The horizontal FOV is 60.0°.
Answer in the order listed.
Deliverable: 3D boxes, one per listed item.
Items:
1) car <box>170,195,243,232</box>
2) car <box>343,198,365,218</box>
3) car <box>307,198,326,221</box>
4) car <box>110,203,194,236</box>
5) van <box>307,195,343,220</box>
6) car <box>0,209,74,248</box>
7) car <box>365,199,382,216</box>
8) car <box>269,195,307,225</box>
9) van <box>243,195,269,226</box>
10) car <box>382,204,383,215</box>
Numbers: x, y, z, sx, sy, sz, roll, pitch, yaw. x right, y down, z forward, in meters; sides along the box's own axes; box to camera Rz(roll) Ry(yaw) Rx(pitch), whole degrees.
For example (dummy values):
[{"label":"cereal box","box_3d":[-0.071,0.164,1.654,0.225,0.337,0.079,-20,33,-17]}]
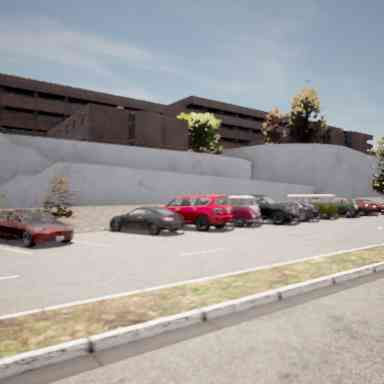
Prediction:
[{"label":"car","box_3d":[-0.124,1.226,20.225,5.566,2.045,2.435,-1,0,35]},{"label":"car","box_3d":[12.082,1.276,28.841,4.553,1.767,2.185,-1,0,35]},{"label":"car","box_3d":[7.202,1.433,25.395,4.892,1.521,2.231,-1,0,35]},{"label":"car","box_3d":[-2.524,1.526,18.476,4.674,1.452,2.002,-1,0,35]},{"label":"van","box_3d":[9.528,1.193,27.194,4.442,1.987,1.878,-1,0,35]},{"label":"car","box_3d":[-7.364,1.526,15.002,4.792,1.488,2.163,-1,-1,35]},{"label":"car","box_3d":[14.491,1.427,30.584,4.674,1.452,2.002,-1,0,35]},{"label":"car","box_3d":[4.791,1.196,23.660,5.566,2.045,2.435,-1,-1,35]},{"label":"van","box_3d":[2.434,1.235,21.880,4.442,1.987,1.878,-1,-1,35]},{"label":"car","box_3d":[16.962,1.401,32.317,4.792,1.488,2.163,-1,-1,35]}]
